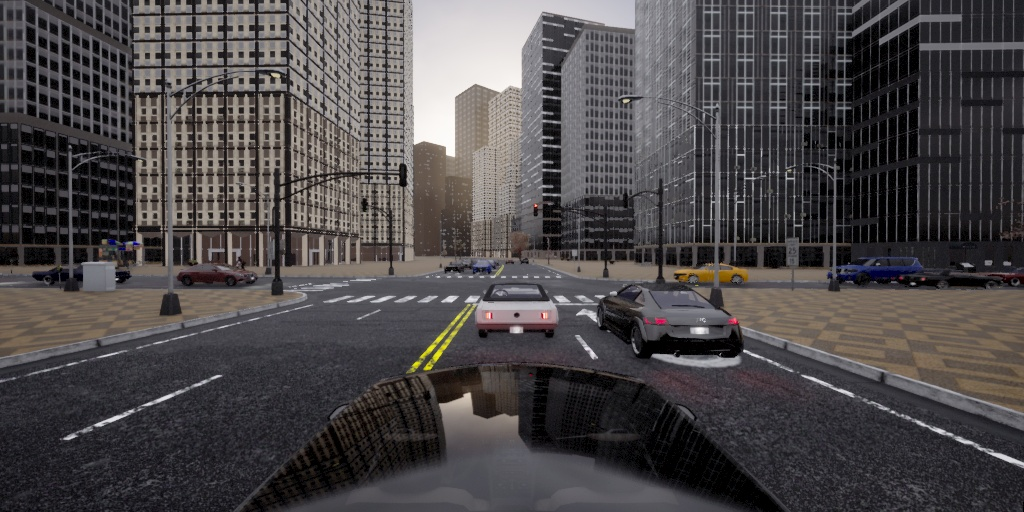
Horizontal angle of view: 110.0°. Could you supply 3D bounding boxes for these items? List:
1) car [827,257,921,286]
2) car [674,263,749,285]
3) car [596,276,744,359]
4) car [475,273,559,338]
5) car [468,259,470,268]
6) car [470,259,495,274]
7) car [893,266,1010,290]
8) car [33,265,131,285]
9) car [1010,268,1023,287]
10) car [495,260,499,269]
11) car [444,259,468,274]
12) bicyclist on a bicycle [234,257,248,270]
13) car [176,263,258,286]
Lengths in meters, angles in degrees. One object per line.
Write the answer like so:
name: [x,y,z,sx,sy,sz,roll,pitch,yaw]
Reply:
car: [26.387,1.075,26.100,5.566,2.045,2.150,0,0,2]
car: [14.546,1.276,26.359,5.008,1.535,1.882,1,0,1]
car: [3.358,1.312,8.449,1.994,1.385,4.181,0,0,0]
car: [0.103,1.348,10.163,1.895,1.301,4.718,0,0,0]
car: [-6.572,1.205,51.870,1.837,1.490,4.892,0,0,0]
car: [-3.329,1.197,40.770,1.882,1.535,5.008,0,0,0]
car: [27.857,1.487,22.871,4.718,1.301,1.895,0,0,1]
car: [-28.584,1.226,23.986,4.718,1.301,1.895,0,0,1]
car: [36.705,1.501,25.872,4.718,1.301,1.895,0,0,1]
car: [-3.321,1.224,52.104,1.812,1.442,4.674,0,0,0]
car: [-6.580,1.320,41.441,1.895,1.301,4.718,0,0,0]
bicyclist on a bicycle: [-24.691,0.871,32.619,0.582,1.620,1.656,0,1,1]
car: [-19.474,1.193,23.752,4.674,1.442,1.812,0,0,1]
